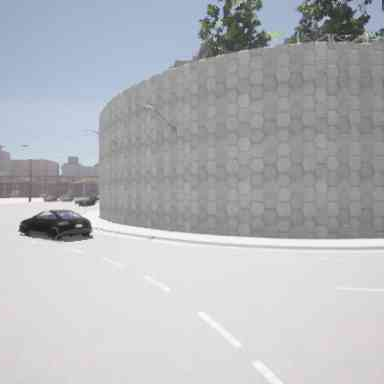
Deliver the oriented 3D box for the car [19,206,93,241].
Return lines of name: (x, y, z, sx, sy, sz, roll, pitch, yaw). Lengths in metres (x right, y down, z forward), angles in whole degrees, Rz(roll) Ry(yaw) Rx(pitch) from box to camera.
car: (-7.059, 1.600, 17.140, 4.181, 1.385, 1.994, 0, 0, 35)

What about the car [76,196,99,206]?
car: (-17.239, 1.656, 55.065, 1.994, 1.385, 4.181, 0, 0, -5)

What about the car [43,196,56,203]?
car: (-33.246, 1.648, 78.152, 1.882, 1.535, 5.008, 0, 0, -5)

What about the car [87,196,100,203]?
car: (-22.564, 1.597, 76.297, 1.837, 1.490, 4.892, 0, 0, -5)

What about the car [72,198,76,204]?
car: (-21.727, 1.712, 65.899, 1.895, 1.301, 4.718, 0, 0, -4)

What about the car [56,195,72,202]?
car: (-29.760, 1.509, 78.461, 2.097, 1.767, 4.553, 0, 0, -5)
